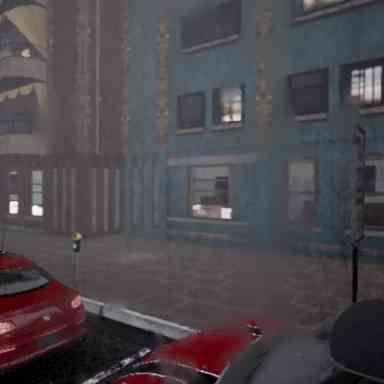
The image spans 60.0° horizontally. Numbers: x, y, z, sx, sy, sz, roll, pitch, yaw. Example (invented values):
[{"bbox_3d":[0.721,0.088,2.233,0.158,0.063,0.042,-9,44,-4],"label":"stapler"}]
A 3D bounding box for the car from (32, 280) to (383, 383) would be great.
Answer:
[{"bbox_3d":[1.195,1.433,1.885,4.097,1.590,1.967,0,1,35],"label":"car"}]

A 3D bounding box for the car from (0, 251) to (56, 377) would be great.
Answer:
[{"bbox_3d":[-3.364,1.575,5.049,4.206,1.307,1.802,0,1,35],"label":"car"}]
